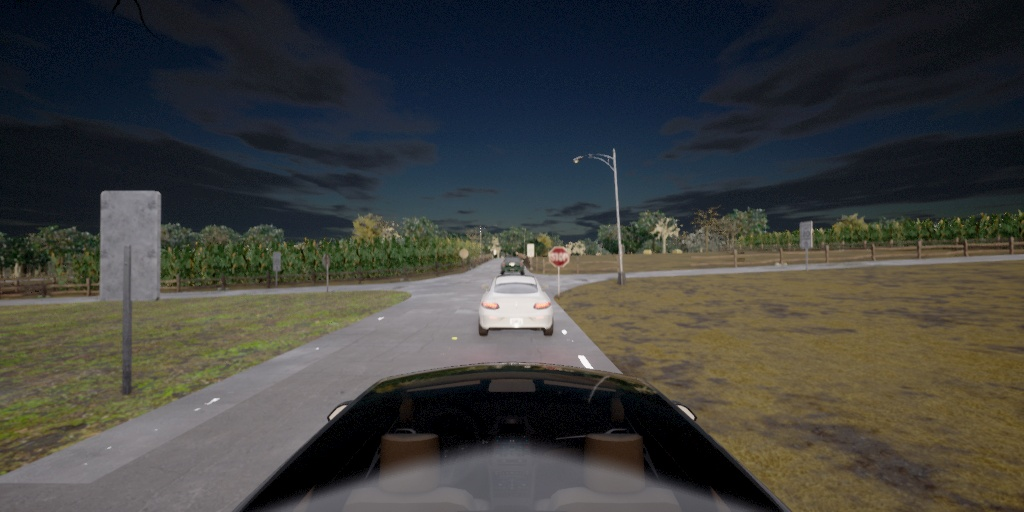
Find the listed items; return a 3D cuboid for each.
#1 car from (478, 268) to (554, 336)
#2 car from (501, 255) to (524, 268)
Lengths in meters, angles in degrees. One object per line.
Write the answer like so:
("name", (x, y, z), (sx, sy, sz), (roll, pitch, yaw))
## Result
("car", (0.091, 1.253, 10.181), (1.812, 1.442, 4.674), (0, 0, 0))
("car", (0.040, 0.792, 34.808), (2.097, 1.767, 4.553), (0, 1, 0))
